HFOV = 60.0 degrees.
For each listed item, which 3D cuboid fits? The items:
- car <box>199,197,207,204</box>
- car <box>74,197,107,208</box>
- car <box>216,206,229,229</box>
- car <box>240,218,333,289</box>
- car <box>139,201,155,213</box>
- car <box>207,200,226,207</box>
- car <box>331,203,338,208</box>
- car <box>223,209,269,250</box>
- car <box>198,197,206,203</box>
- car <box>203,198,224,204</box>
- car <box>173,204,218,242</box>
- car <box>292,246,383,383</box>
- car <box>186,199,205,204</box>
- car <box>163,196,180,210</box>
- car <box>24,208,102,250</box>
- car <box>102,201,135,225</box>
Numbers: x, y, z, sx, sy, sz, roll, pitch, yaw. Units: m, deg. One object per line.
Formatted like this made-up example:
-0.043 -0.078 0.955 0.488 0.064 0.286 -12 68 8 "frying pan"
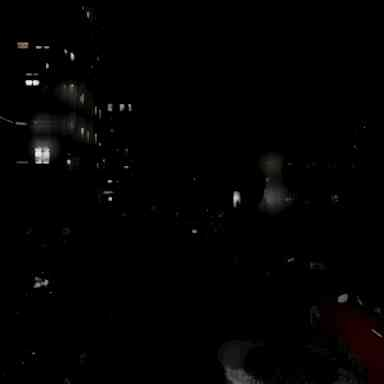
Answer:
2.724 2.221 86.109 1.967 1.590 4.097 0 -1 0 "car"
-17.250 1.751 56.705 5.009 1.841 2.192 0 -1 0 "car"
2.699 1.739 20.304 1.947 1.339 4.313 0 0 0 "car"
2.695 1.643 9.227 1.947 1.339 4.313 0 0 0 "car"
-5.674 1.888 42.296 1.752 1.417 4.829 0 0 0 "car"
2.704 1.795 31.553 1.752 1.417 4.829 0 0 0 "car"
26.174 2.160 56.941 4.507 1.381 1.887 0 -1 0 "car"
2.697 1.676 14.764 2.008 1.369 4.403 0 0 0 "car"
2.725 2.280 91.805 1.967 1.590 4.097 0 -1 0 "car"
2.706 1.631 36.924 2.192 1.841 5.009 0 0 0 "car"
0.108 1.624 17.218 1.882 1.535 5.008 0 -1 0 "car"
2.693 1.613 3.687 1.802 1.307 4.206 0 0 0 "car"
0.115 1.773 34.486 1.882 1.535 5.008 0 -1 0 "car"
-2.980 1.665 49.111 2.150 2.045 5.566 0 -1 0 "car"
-5.684 1.565 14.769 1.967 1.590 4.097 0 0 0 "car"
-5.679 1.660 25.848 1.967 1.590 4.097 0 0 0 "car"
